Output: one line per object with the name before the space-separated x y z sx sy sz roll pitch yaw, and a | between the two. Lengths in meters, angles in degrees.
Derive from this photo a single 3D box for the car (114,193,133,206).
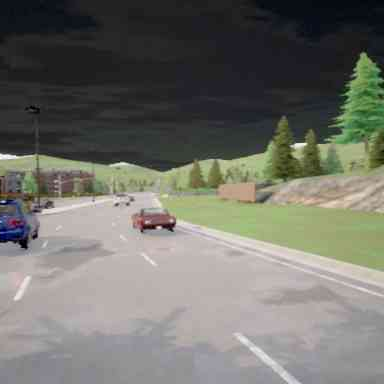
car | -11.422 1.232 54.549 2.150 2.045 5.566 -2 0 -7

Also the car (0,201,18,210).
car | -30.093 2.141 53.855 1.895 1.301 4.718 -2 0 -7

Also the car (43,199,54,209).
car | -22.743 1.839 51.237 2.128 1.511 4.902 -2 0 -7

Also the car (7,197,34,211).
car | -26.246 1.800 51.047 2.097 1.767 4.553 -2 0 -7

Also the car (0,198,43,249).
car | -8.310 1.369 14.945 2.150 2.045 5.566 -2 0 -19

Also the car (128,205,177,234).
car | -2.339 1.556 19.263 1.895 1.301 4.718 -2 0 -17

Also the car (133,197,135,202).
car | -14.169 1.520 75.701 1.994 1.385 4.181 -2 0 -7
